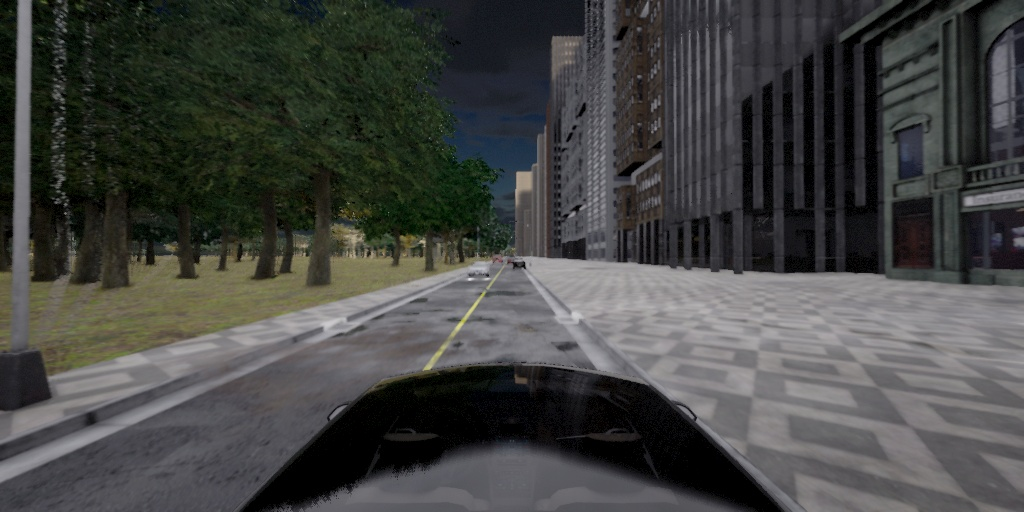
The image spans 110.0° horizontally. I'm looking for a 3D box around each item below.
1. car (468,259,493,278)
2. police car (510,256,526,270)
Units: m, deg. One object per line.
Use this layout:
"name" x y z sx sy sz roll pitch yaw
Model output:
"car" -3.085 1.254 34.129 1.812 1.442 4.674 0 0 0
"police car" 1.058 1.118 52.250 1.930 1.638 5.238 0 0 0
